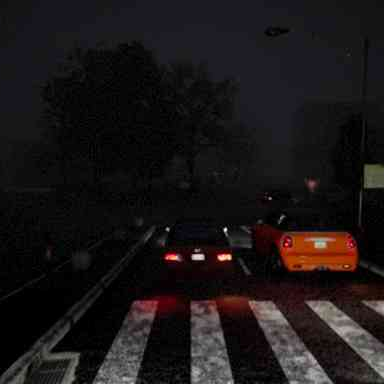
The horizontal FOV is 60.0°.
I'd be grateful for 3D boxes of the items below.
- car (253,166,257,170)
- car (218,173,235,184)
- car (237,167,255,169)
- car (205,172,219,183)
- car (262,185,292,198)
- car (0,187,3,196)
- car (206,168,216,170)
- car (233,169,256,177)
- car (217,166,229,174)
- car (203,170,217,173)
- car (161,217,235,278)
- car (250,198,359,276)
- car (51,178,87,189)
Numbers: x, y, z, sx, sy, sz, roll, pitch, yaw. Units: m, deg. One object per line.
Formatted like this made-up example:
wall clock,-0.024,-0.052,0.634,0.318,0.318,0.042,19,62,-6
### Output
car,13.869,-5.355,89.367,5.566,2.045,2.435,1,6,10
car,6.566,-2.235,61.490,1.895,1.301,4.718,0,5,-2
car,12.991,-4.689,83.975,4.553,1.767,2.185,1,6,9
car,3.493,-2.467,63.493,1.994,1.385,4.181,0,5,0
car,7.920,0.153,30.786,1.837,1.490,4.892,4,6,29
car,-20.776,-0.035,33.361,2.033,1.411,5.357,-1,4,-11
car,5.492,-4.819,86.642,1.882,1.535,5.008,1,6,9
car,12.511,-4.295,81.288,4.892,1.521,2.231,1,6,9
car,7.724,-4.577,81.644,2.150,2.045,5.566,1,6,9
car,3.946,-3.736,76.334,2.033,1.411,5.357,1,6,6
car,0.143,1.463,9.961,2.033,1.411,5.357,0,1,0
car,3.151,1.268,10.265,2.097,1.767,4.553,0,1,0
car,-17.819,-1.247,48.282,5.008,1.535,1.882,-1,5,-20
